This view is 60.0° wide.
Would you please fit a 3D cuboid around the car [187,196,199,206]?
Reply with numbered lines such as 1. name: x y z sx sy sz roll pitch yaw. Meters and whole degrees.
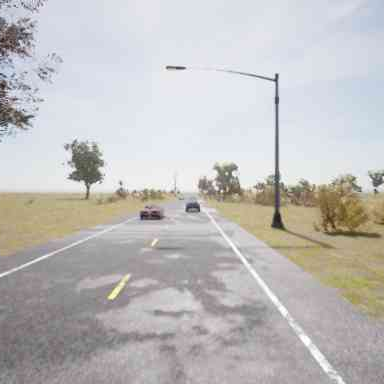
1. car: 0.128 1.664 61.644 2.097 1.767 4.553 0 0 0

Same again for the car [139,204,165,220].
1. car: -3.583 1.758 30.358 1.895 1.301 4.718 0 0 0

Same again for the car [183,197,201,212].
1. car: 0.120 1.727 43.400 1.837 1.490 4.892 0 0 0
